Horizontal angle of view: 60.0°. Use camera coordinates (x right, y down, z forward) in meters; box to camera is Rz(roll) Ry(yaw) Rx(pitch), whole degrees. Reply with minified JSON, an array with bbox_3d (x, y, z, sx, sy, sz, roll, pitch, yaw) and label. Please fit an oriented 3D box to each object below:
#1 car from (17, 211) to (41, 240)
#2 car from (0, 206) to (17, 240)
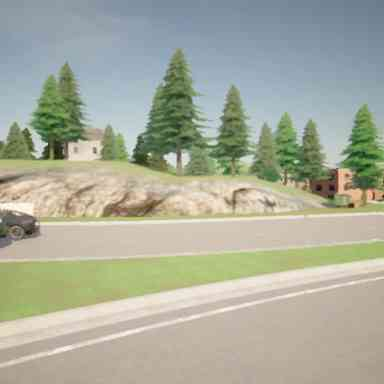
[{"bbox_3d":[-9.545,1.520,15.943,4.181,1.385,1.994,0,0,-8],"label":"car"},{"bbox_3d":[-9.935,1.192,12.306,5.566,2.045,2.150,0,0,-8],"label":"car"}]
